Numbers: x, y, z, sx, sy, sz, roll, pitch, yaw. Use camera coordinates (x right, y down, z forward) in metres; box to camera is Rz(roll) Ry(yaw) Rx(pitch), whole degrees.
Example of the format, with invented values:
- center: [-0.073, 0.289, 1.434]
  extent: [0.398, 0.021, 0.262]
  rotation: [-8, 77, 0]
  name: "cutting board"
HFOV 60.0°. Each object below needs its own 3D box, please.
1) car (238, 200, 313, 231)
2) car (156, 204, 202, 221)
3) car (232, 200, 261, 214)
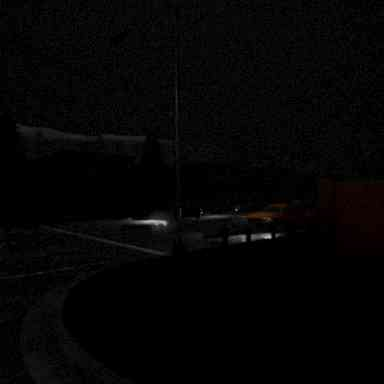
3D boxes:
- center: [5.458, 1.531, 21.192]
  extent: [5.008, 1.535, 1.882]
  rotation: [0, 0, -43]
  name: "car"
- center: [-1.085, 1.728, 29.436]
  extent: [4.181, 1.385, 1.994]
  rotation: [0, 0, -42]
  name: "car"
- center: [6.441, 1.615, 36.334]
  extent: [4.902, 1.511, 2.128]
  rotation: [0, 0, -43]
  name: "car"
